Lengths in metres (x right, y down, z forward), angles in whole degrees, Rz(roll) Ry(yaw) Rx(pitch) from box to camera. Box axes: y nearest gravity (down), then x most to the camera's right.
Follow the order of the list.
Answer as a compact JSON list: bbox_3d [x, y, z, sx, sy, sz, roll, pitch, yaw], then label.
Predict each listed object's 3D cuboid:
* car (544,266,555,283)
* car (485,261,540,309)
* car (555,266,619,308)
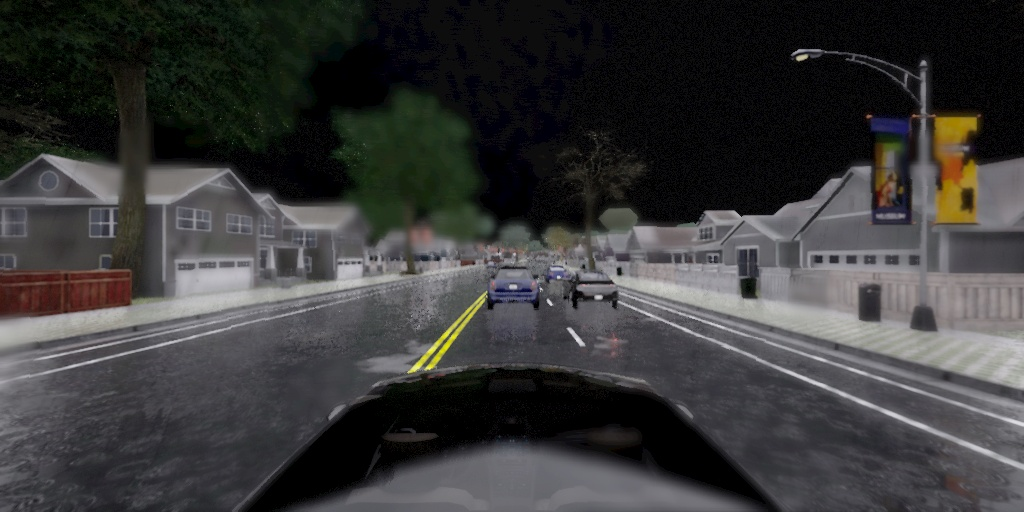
[{"bbox_3d":[3.847,1.546,31.015,1.812,1.442,4.674,0,0,2],"label":"car"},{"bbox_3d":[0.095,1.234,15.896,2.097,1.767,4.553,0,-1,1],"label":"car"},{"bbox_3d":[3.351,1.379,16.053,2.128,1.511,4.902,0,0,1],"label":"car"}]
